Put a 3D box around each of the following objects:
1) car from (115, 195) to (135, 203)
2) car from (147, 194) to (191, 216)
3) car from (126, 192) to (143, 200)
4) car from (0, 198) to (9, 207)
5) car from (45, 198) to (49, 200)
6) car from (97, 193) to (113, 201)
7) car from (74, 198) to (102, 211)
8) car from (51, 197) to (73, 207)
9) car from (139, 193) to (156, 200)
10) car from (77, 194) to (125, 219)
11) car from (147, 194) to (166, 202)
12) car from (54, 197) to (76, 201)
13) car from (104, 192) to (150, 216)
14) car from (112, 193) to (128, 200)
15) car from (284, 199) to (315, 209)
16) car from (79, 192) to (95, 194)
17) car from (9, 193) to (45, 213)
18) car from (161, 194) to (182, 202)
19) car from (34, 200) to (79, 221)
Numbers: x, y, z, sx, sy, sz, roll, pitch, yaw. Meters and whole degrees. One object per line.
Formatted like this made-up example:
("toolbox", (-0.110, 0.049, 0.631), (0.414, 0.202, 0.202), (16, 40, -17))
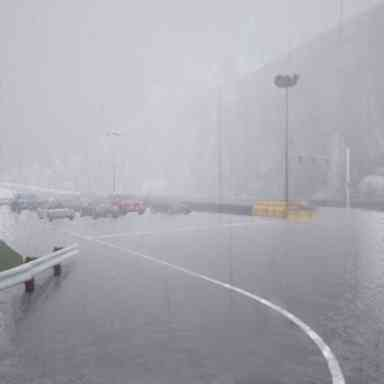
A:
("car", (-13.056, 1.310, 64.820), (1.895, 1.301, 4.718), (0, 1, -37))
("car", (-2.105, 1.320, 32.516), (2.097, 1.767, 4.553), (0, 0, -37))
("car", (-13.400, 0.855, 76.974), (2.097, 1.767, 4.553), (0, 1, -37))
("car", (-26.199, 1.438, 47.193), (1.895, 1.301, 4.718), (0, 1, -36))
("car", (-21.273, 1.344, 46.433), (1.882, 1.535, 5.008), (0, 1, -37))
("car", (-19.027, 1.040, 72.810), (1.812, 1.442, 4.674), (0, 1, -37))
("car", (-12.839, 1.460, 40.988), (1.812, 1.442, 4.674), (0, 0, -37))
("car", (-19.498, 1.441, 49.912), (1.895, 1.301, 4.718), (0, 1, -37))
("car", (-10.616, 0.991, 79.095), (1.837, 1.490, 4.892), (0, 1, -37))
("car", (-7.998, 1.335, 28.701), (2.097, 1.767, 4.553), (0, 0, -37))
("car", (-7.430, 1.217, 68.985), (1.812, 1.442, 4.674), (0, 1, -37))
("car", (-13.321, 1.463, 35.775), (1.837, 1.490, 4.892), (0, 0, -37))
("car", (-6.664, 1.190, 32.736), (2.150, 2.045, 5.566), (0, 0, -37))
("car", (-16.224, 1.060, 74.906), (1.994, 1.385, 4.181), (0, 1, -37))
("car", (10.207, 1.483, 33.964), (1.812, 1.442, 4.674), (0, 0, -37))
("car", (-15.699, 1.074, 50.679), (2.150, 2.045, 5.566), (0, 0, -37))
("car", (-18.251, 1.172, 36.527), (2.150, 2.045, 5.566), (0, 1, -36))
("car", (-4.380, 1.163, 70.750), (1.882, 1.535, 5.008), (0, 1, -37))
("car", (-11.034, 1.591, 26.911), (1.895, 1.301, 4.718), (0, 0, -37))
